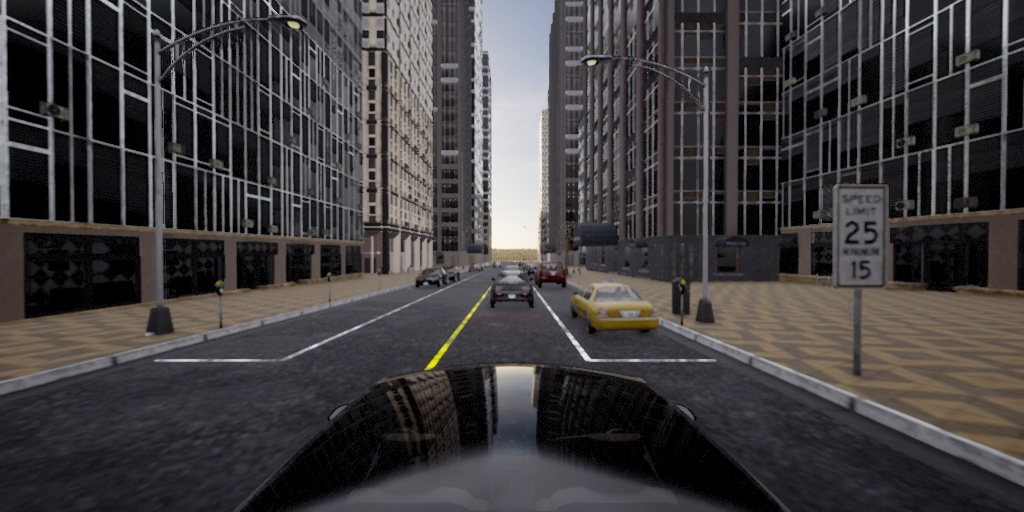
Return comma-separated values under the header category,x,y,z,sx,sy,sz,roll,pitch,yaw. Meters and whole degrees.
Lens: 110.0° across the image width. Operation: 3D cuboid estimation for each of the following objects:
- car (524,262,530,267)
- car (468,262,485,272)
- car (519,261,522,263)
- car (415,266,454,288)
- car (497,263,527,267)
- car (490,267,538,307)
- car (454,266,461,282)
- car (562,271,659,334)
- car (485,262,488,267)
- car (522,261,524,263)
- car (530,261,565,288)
category,x,y,z,sx,sy,sz,roll,pitch,yaw
car,2.694,1.684,43.431,1.948,1.339,4.313,0,0,0
car,-5.653,1.797,54.840,1.802,1.307,4.207,0,0,0
car,2.695,1.702,60.454,1.967,1.591,4.097,0,0,0
car,-5.825,1.538,26.472,1.948,1.339,4.313,0,0,0
car,0.003,1.557,30.769,2.033,1.411,5.357,0,0,0
car,0.006,1.408,16.174,1.812,1.442,4.674,0,0,0
car,-5.655,1.587,32.146,1.948,1.339,4.313,0,0,0
car,2.822,1.358,10.841,1.751,1.417,4.829,0,0,0
car,-5.653,1.829,60.514,1.948,1.339,4.313,0,0,0
car,2.695,1.718,49.105,2.007,1.370,4.403,0,0,0
car,2.733,1.282,25.922,2.192,1.841,5.009,0,0,0
